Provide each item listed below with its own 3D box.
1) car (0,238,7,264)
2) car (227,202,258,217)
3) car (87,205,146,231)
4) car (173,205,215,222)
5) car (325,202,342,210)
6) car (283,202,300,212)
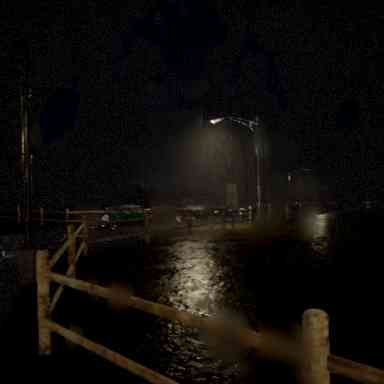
[{"bbox_3d":[-6.768,1.639,9.261,1.994,1.385,4.181,-2,0,-15],"label":"car"},{"bbox_3d":[5.923,1.955,38.679,2.097,1.767,4.553,-2,-2,36],"label":"car"},{"bbox_3d":[-5.189,1.724,23.589,2.097,1.767,4.553,-2,-2,36],"label":"car"},{"bbox_3d":[0.231,1.973,30.940,2.128,1.511,4.902,-2,-2,36],"label":"car"},{"bbox_3d":[24.507,2.406,57.690,1.994,1.385,4.181,-2,-2,36],"label":"car"},{"bbox_3d":[15.680,2.312,51.785,2.128,1.511,4.902,-2,-2,37],"label":"car"}]
